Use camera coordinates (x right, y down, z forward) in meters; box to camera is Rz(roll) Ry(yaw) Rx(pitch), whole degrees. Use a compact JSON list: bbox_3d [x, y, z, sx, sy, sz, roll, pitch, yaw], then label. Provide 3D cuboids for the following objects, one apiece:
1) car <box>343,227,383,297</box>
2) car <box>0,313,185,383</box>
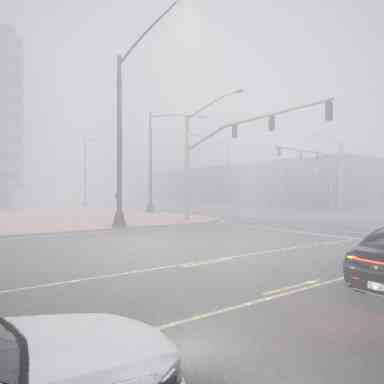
[{"bbox_3d":[5.399,1.505,7.590,4.892,1.490,1.837,0,0,-35],"label":"car"},{"bbox_3d":[-2.204,1.526,2.176,4.674,1.442,1.812,0,0,-35],"label":"car"}]
